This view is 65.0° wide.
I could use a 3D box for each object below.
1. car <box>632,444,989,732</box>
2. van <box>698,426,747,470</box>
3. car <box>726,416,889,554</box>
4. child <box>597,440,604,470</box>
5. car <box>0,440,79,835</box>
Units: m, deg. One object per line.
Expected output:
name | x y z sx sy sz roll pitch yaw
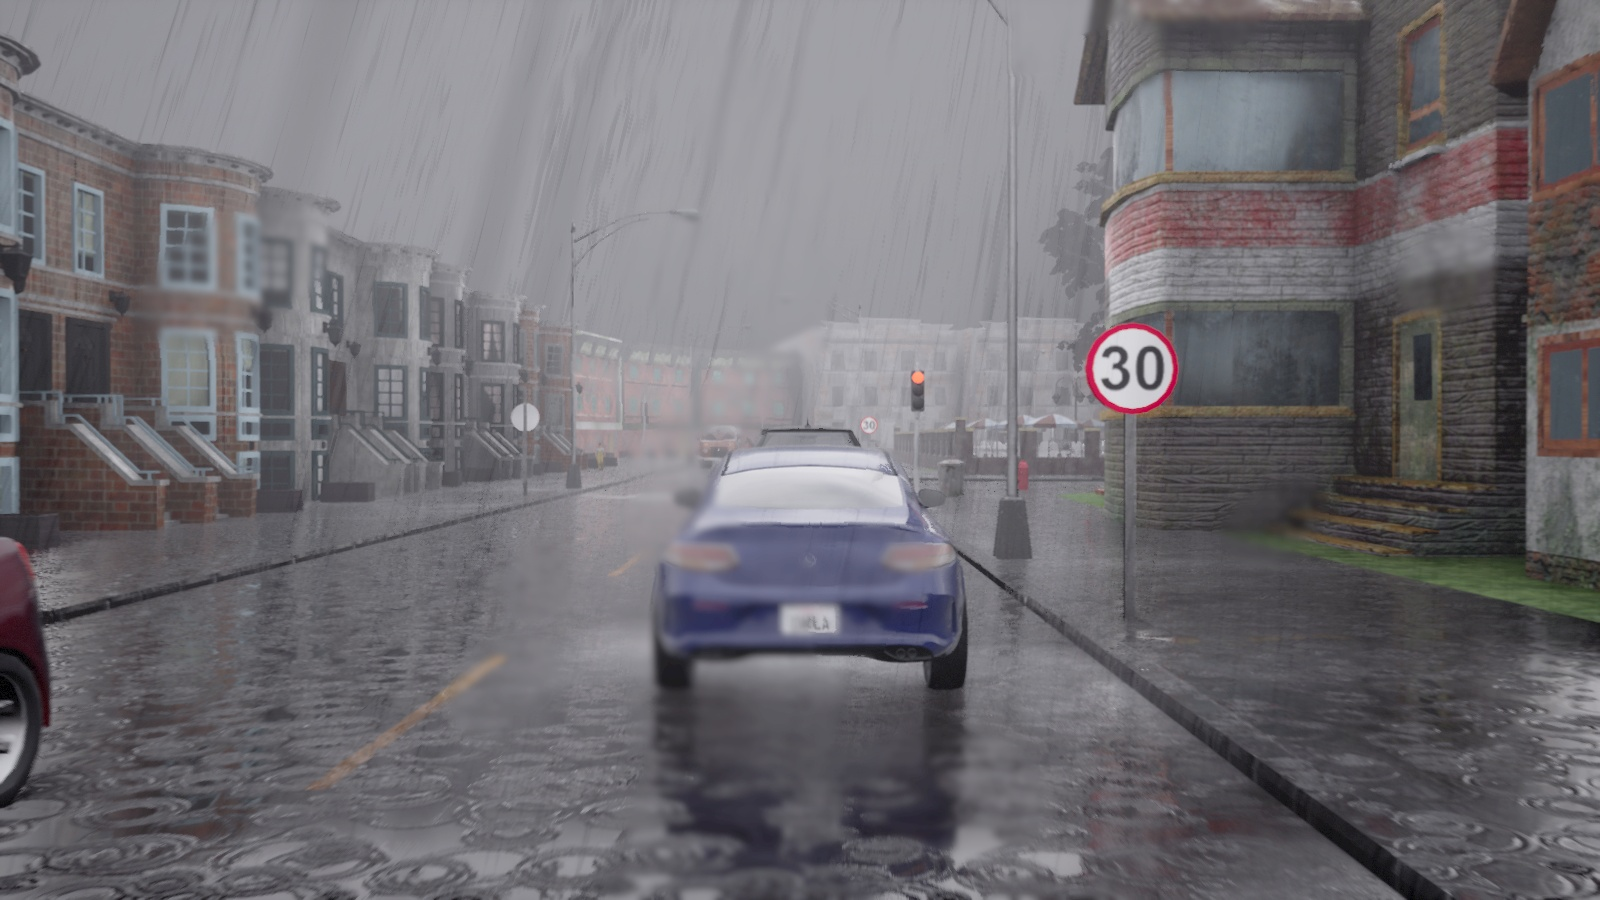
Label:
car | 0.065 0.688 8.721 1.812 1.442 4.674 0 1 0
van | -3.662 -0.106 60.111 2.069 2.038 4.480 0 1 0
car | 0.116 0.429 18.395 2.097 1.767 4.553 0 1 0
child | -8.630 0.211 54.244 0.270 1.263 0.437 0 1 -11
car | -3.965 0.724 3.463 1.845 1.501 3.633 0 1 0
